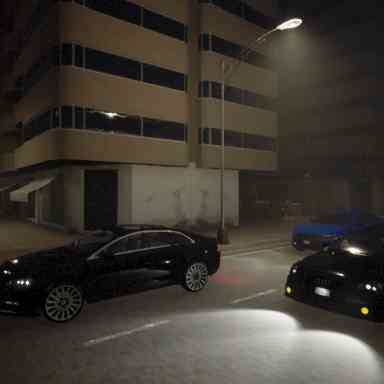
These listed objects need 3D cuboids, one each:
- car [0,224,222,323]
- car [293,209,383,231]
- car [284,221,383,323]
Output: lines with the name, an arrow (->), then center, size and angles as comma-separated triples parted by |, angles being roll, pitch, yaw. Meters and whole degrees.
car -> -1.548, 1.492, 7.289 | 4.902, 1.511, 2.128 | 0, 0, -37
car -> 5.947, 1.478, 13.113 | 5.008, 1.535, 1.882 | 0, 0, -38
car -> 3.853, 1.564, 7.043 | 4.181, 1.385, 1.994 | 0, 0, -38
